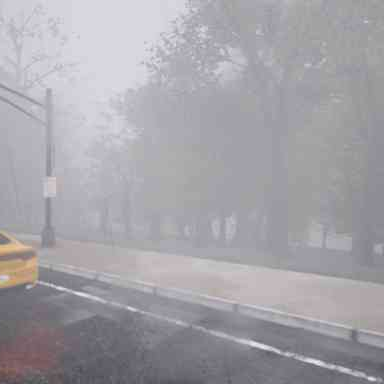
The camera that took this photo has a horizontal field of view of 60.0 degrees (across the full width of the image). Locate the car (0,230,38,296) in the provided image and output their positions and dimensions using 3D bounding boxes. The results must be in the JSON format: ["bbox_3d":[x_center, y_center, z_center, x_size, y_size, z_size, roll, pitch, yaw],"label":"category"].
[{"bbox_3d":[-5.561,1.471,7.651,5.008,1.535,1.882,0,0,35],"label":"car"}]
